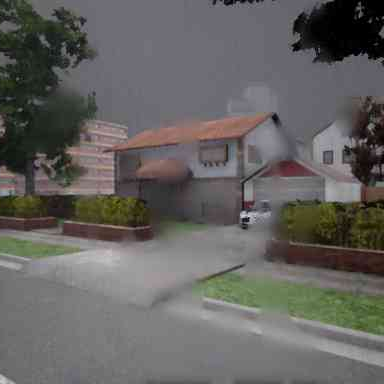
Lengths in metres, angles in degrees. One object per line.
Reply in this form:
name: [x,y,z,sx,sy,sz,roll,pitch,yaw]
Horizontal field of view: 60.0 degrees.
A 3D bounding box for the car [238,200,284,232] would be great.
car: [4.023,1.166,17.438,1.970,1.475,3.806,0,0,36]
